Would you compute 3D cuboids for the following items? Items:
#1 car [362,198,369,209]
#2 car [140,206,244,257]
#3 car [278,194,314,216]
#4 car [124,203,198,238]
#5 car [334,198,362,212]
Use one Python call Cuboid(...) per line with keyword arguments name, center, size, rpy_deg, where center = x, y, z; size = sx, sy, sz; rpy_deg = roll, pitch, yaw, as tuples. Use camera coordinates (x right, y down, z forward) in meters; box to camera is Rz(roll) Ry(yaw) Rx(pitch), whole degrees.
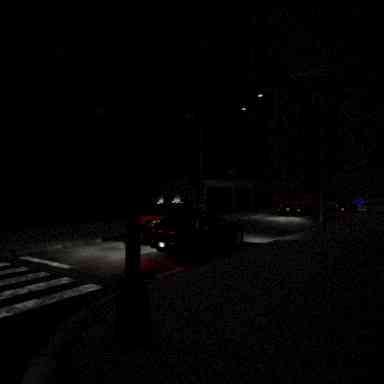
Cuboid(name="car", center=(23.586, 1.537, 46.749), size=(1.812, 1.442, 4.674), rpy_deg=(0, 0, 35))
Cuboid(name="car", center=(0.364, 1.510, 13.142), size=(1.837, 1.490, 4.892), rpy_deg=(0, 0, 35))
Cuboid(name="car", center=(10.270, 1.212, 32.478), size=(2.150, 2.045, 5.566), rpy_deg=(0, 0, 35))
Cuboid(name="car", center=(-1.110, 1.345, 16.024), size=(2.097, 1.767, 4.553), rpy_deg=(0, 0, 35))
Cuboid(name="car", center=(17.838, 1.605, 38.351), size=(1.895, 1.301, 4.718), rpy_deg=(0, 0, 35))
